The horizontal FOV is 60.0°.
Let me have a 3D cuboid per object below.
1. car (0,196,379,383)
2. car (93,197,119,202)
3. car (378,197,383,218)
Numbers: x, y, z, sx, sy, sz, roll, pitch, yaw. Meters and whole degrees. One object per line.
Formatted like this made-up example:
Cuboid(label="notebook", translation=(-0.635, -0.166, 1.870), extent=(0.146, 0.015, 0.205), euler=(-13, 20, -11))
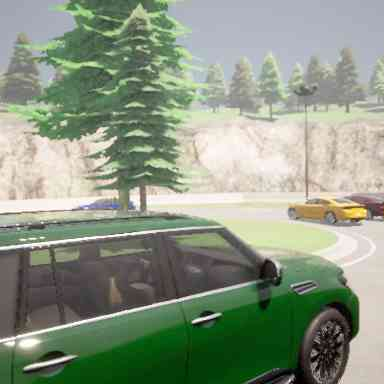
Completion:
Cuboid(label="car", translation=(-0.587, 1.187, 3.349), extent=(5.566, 2.045, 2.150), euler=(-2, 1, -36))
Cuboid(label="car", translation=(-7.124, 1.221, 26.826), extent=(5.008, 1.535, 1.882), euler=(-2, 0, -25))
Cuboid(label="car", translation=(10.823, 0.931, 21.905), extent=(1.882, 1.535, 5.008), euler=(-1, 0, -27))
